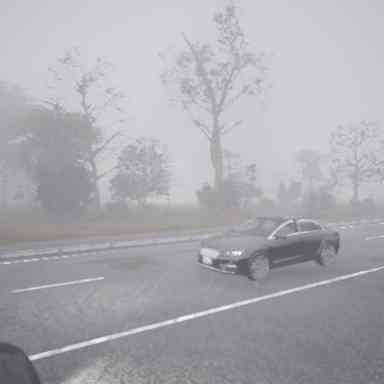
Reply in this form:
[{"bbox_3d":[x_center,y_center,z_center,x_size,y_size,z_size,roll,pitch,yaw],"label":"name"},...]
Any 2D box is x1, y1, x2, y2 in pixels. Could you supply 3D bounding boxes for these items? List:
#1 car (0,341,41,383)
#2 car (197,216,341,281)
[{"bbox_3d":[-2.885,1.558,1.612,4.181,1.385,1.994,0,0,-36],"label":"car"},{"bbox_3d":[2.410,1.483,9.873,4.902,1.511,2.128,0,0,-34],"label":"car"}]
